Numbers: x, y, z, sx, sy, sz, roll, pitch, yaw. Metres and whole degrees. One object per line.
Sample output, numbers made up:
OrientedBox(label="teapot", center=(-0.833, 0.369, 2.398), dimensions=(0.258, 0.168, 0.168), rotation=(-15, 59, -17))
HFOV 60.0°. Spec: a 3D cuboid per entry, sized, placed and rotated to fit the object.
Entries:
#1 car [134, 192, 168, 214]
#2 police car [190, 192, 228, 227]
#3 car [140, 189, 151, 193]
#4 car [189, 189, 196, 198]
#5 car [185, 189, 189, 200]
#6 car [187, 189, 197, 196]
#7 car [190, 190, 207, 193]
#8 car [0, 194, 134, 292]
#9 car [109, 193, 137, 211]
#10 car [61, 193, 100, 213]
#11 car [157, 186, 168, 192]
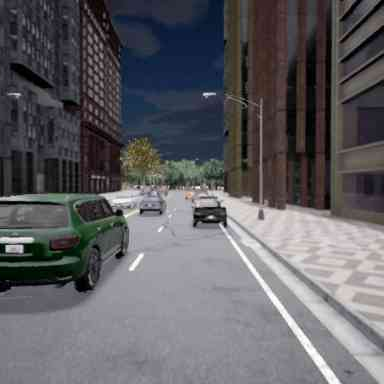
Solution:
OrientedBox(label="car", center=(-3.146, 1.021, 27.349), dimensions=(2.033, 1.411, 5.357), rotation=(0, 1, 0))
OrientedBox(label="police car", center=(0.977, 1.046, 19.664), dimensions=(1.930, 1.638, 5.238), rotation=(0, 1, 0))
OrientedBox(label="car", center=(-9.742, 0.123, 70.364), dimensions=(1.882, 1.535, 5.008), rotation=(0, 1, 0))
OrientedBox(label="car", center=(0.978, 0.668, 35.520), dimensions=(2.097, 1.767, 4.553), rotation=(0, 1, 0))
OrientedBox(label="car", center=(0.007, 0.313, 53.993), dimensions=(2.097, 1.767, 4.553), rotation=(0, 1, 0))
OrientedBox(label="car", center=(0.008, 0.098, 69.898), dimensions=(2.033, 1.411, 5.357), rotation=(0, 1, 0))
OrientedBox(label="car", center=(0.978, 0.883, 29.743), dimensions=(1.801, 1.575, 5.366), rotation=(0, 1, 0))
OrientedBox(label="car", center=(-3.149, 1.054, 8.605), dimensions=(2.150, 2.045, 5.566), rotation=(0, 1, 0))
OrientedBox(label="car", center=(-6.592, 0.906, 32.236), dimensions=(1.812, 1.442, 4.674), rotation=(0, 1, 0))
OrientedBox(label="car", center=(-9.843, 0.931, 29.863), dimensions=(1.837, 1.490, 4.892), rotation=(0, 1, 0))
OrientedBox(label="car", center=(-6.492, -0.223, 73.176), dimensions=(2.150, 2.045, 5.566), rotation=(0, 1, 0))
